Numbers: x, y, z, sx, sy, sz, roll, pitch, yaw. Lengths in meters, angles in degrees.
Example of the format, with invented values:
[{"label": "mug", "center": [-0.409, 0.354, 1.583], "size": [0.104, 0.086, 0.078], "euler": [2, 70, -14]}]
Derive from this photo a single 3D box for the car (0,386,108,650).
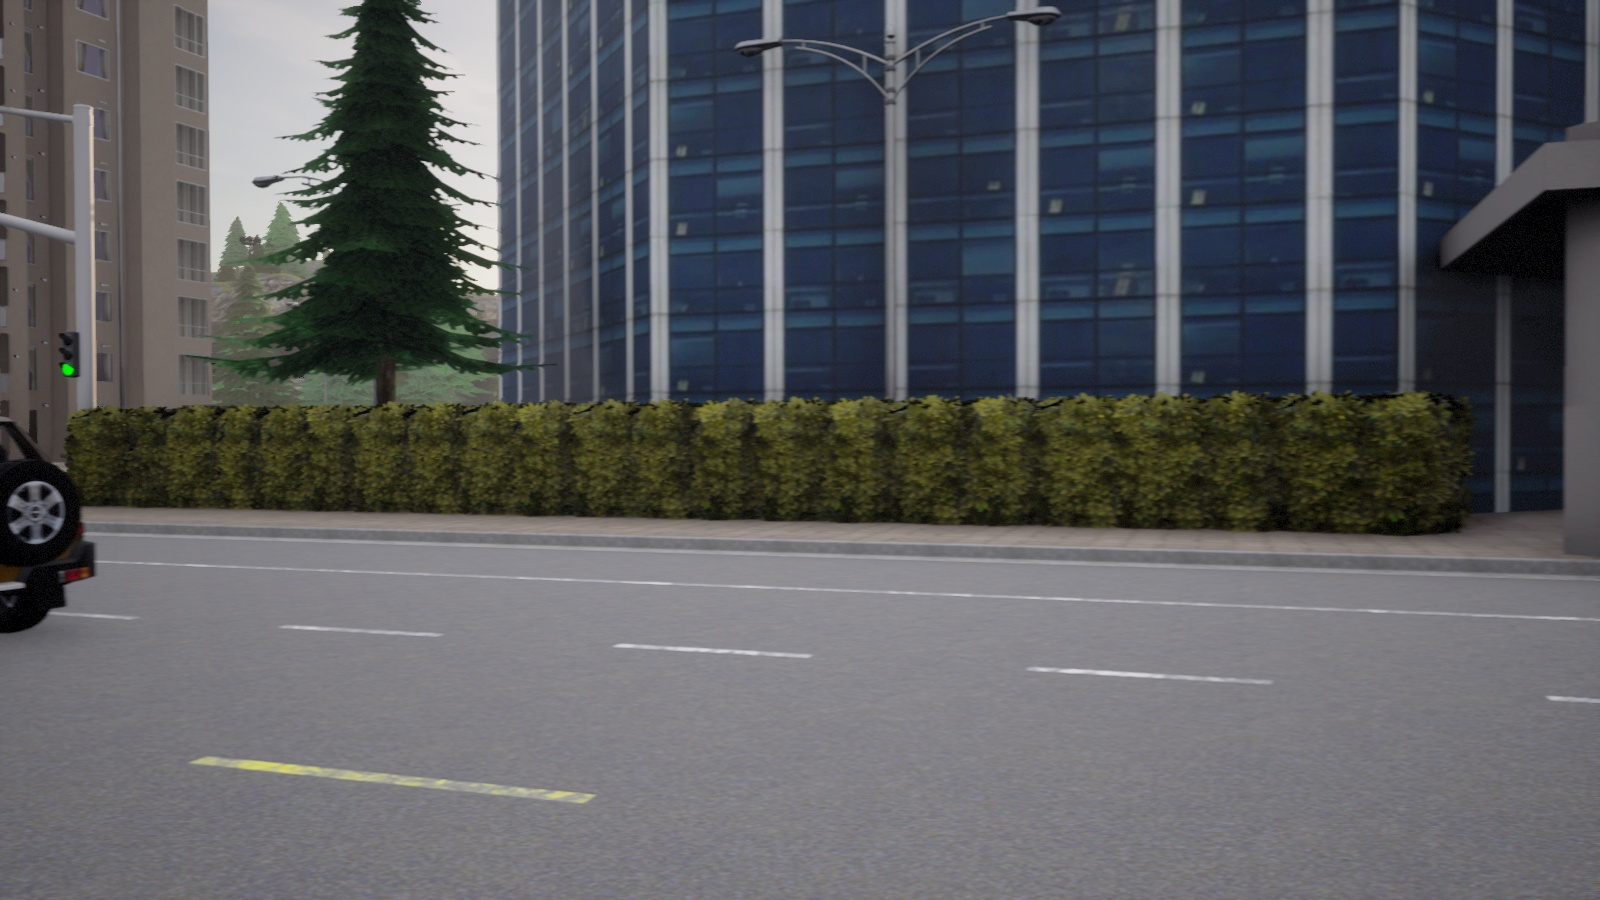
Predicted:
[{"label": "car", "center": [-7.836, 0.461, 9.519], "size": [4.605, 1.855, 1.932], "euler": [1, 1, 19]}]
